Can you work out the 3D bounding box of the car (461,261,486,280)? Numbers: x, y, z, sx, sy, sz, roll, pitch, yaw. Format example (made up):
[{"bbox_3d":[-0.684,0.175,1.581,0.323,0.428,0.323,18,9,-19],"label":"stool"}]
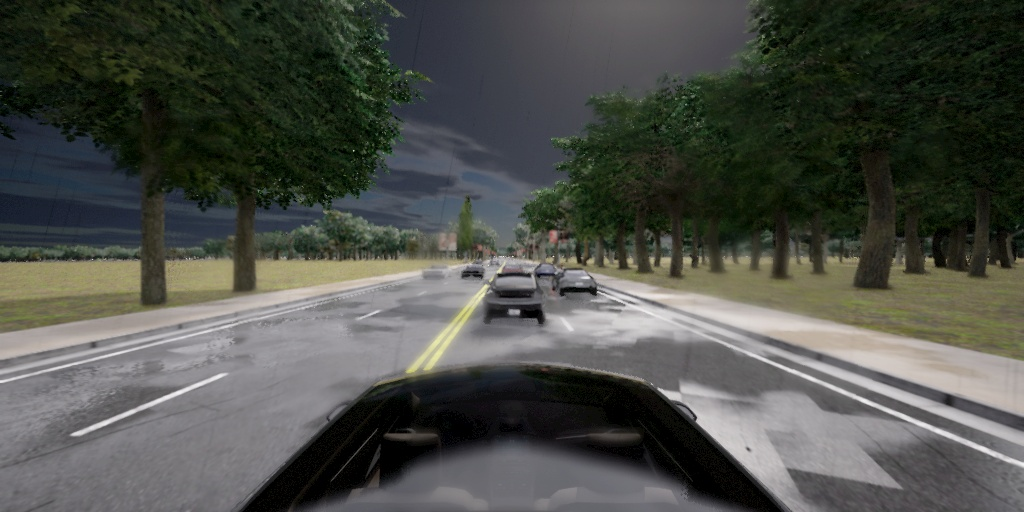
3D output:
[{"bbox_3d":[-3.411,1.408,32.305,1.895,1.301,4.718,0,0,0],"label":"car"}]

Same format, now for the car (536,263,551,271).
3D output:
[{"bbox_3d":[3.275,1.377,35.252,1.994,1.385,4.181,0,0,0],"label":"car"}]

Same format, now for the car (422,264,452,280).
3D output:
[{"bbox_3d":[-6.660,1.408,32.281,1.895,1.301,4.718,0,0,0],"label":"car"}]

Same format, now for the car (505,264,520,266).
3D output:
[{"bbox_3d":[0.034,1.410,33.033,1.895,1.301,4.718,0,0,0],"label":"car"}]

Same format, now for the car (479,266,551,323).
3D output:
[{"bbox_3d":[0.078,1.277,12.207,1.837,1.490,4.892,0,0,0],"label":"car"}]

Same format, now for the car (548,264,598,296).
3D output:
[{"bbox_3d":[3.323,1.348,19.692,1.994,1.385,4.181,0,0,0],"label":"car"}]
